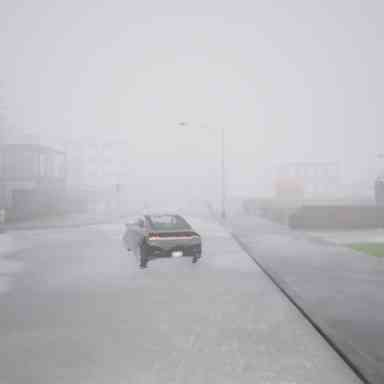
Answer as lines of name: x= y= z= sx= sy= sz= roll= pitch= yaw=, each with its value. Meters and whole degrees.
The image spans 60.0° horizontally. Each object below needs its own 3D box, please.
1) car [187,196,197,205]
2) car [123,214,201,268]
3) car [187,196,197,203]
car: x=0.007 y=1.558 z=61.792 sx=2.128 sy=1.511 sz=4.902 roll=0 pitch=0 yaw=0
car: x=-1.182 y=1.505 z=11.527 sx=2.128 sy=1.511 sz=4.902 roll=0 pitch=0 yaw=-18
car: x=0.005 y=1.603 z=72.077 sx=2.128 sy=1.511 sz=4.902 roll=0 pitch=0 yaw=0
